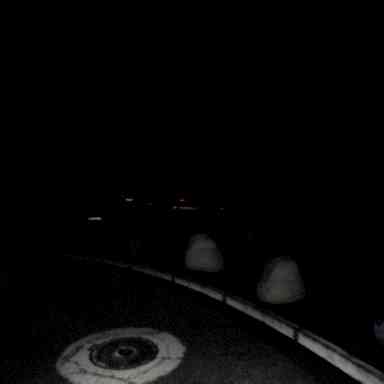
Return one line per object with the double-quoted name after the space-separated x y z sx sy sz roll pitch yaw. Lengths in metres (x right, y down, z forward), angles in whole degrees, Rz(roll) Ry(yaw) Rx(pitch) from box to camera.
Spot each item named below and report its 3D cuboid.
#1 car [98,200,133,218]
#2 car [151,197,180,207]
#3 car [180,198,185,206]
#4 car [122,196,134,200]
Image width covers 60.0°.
-7.924 1.898 34.943 1.994 1.385 4.181 -2 -1 40 "car"
-4.795 1.561 54.131 2.128 1.511 4.902 1 1 -42 "car"
-3.256 1.578 57.234 2.128 1.511 4.902 1 -1 -44 "car"
-13.893 1.412 66.718 4.718 1.301 1.895 2 0 42 "car"
